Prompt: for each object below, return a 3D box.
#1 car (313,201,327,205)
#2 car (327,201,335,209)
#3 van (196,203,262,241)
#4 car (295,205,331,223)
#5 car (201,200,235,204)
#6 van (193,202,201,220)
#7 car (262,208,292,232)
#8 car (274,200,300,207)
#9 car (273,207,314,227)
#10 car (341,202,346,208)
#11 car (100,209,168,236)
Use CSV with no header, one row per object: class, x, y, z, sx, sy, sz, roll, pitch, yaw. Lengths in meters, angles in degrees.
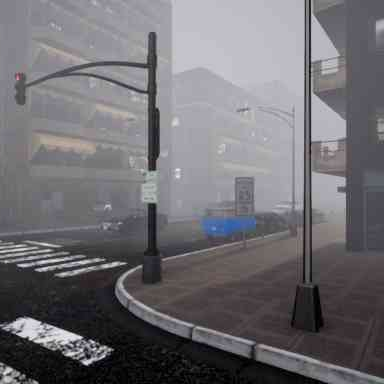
car,24.131,2.890,64.320,1.802,1.307,4.206,-1,-2,35
car,27.342,2.729,68.840,2.192,1.841,5.009,-1,-2,35
van,2.200,1.704,18.809,1.690,1.788,3.998,-1,-2,35
car,11.697,2.233,32.443,2.008,1.369,4.403,-1,-2,35
car,3.516,1.780,30.848,2.150,2.045,5.566,0,-1,36
van,1.653,1.903,32.731,1.690,1.788,3.998,-1,-2,35
car,5.275,2.035,23.416,1.947,1.339,4.313,-1,-2,35
car,12.430,2.075,43.311,2.150,2.045,5.566,0,-1,36
car,8.485,2.158,27.929,1.802,1.307,4.206,-1,-2,35
car,40.091,3.376,86.754,1.752,1.417,4.829,-1,-2,35
car,-3.520,1.815,20.963,2.128,1.511,4.902,0,-1,35
